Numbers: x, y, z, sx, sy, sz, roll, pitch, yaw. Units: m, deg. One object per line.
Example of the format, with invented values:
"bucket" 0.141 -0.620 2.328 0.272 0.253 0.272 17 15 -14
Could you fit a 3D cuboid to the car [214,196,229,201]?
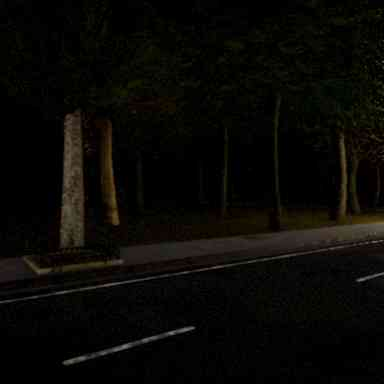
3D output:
"car" 6.652 1.427 70.908 1.837 1.490 4.892 1 0 -35
